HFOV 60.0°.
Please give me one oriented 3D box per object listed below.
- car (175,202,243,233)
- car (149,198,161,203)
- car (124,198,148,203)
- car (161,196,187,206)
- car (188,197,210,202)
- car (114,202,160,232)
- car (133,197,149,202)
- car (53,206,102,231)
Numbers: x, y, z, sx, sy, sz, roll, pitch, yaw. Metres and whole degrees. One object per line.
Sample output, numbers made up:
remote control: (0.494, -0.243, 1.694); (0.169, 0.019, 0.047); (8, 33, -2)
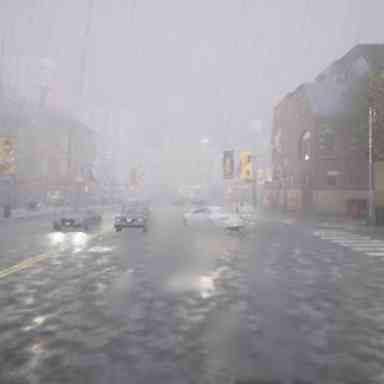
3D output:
car: (1.113, 1.571, 19.970); (1.812, 1.442, 4.674); (-1, 0, -33)
car: (-7.743, 1.735, 62.576); (1.895, 1.301, 4.718); (0, 0, 30)
car: (-6.873, 1.690, 39.500); (1.895, 1.301, 4.718); (0, 0, 3)
car: (-3.002, 1.691, 56.609); (1.994, 1.385, 4.181); (0, 0, 23)
car: (1.554, 1.730, 57.953); (1.895, 1.301, 4.718); (0, 0, 26)
car: (-3.403, 1.594, 20.485); (2.033, 1.411, 5.357); (0, 0, 0)
car: (-9.906, 1.649, 57.270); (2.002, 1.452, 4.674); (0, 0, 20)
car: (-7.094, 1.611, 20.964); (1.994, 1.385, 4.181); (0, 0, 0)
